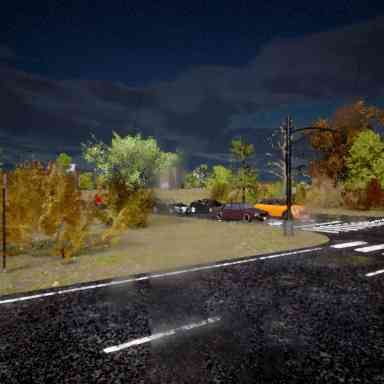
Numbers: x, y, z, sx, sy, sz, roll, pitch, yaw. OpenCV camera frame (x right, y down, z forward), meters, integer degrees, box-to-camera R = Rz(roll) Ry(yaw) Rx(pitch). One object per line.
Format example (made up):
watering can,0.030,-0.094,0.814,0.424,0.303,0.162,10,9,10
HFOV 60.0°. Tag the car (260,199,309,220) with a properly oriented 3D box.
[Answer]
car,7.303,1.346,27.445,2.097,1.767,4.553,0,0,-38

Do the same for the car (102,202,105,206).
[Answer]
car,-14.460,1.176,55.279,2.150,2.045,5.566,0,0,-38

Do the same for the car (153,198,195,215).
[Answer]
car,-2.269,1.494,34.365,2.128,1.511,4.902,0,0,-38

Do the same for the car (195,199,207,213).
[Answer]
car,1.715,1.489,34.555,1.837,1.490,4.892,0,0,-38

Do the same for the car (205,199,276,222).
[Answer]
car,3.749,1.560,26.709,2.033,1.411,5.357,0,0,-38

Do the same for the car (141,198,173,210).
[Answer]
car,-4.571,1.498,42.553,1.812,1.442,4.674,0,0,-38
